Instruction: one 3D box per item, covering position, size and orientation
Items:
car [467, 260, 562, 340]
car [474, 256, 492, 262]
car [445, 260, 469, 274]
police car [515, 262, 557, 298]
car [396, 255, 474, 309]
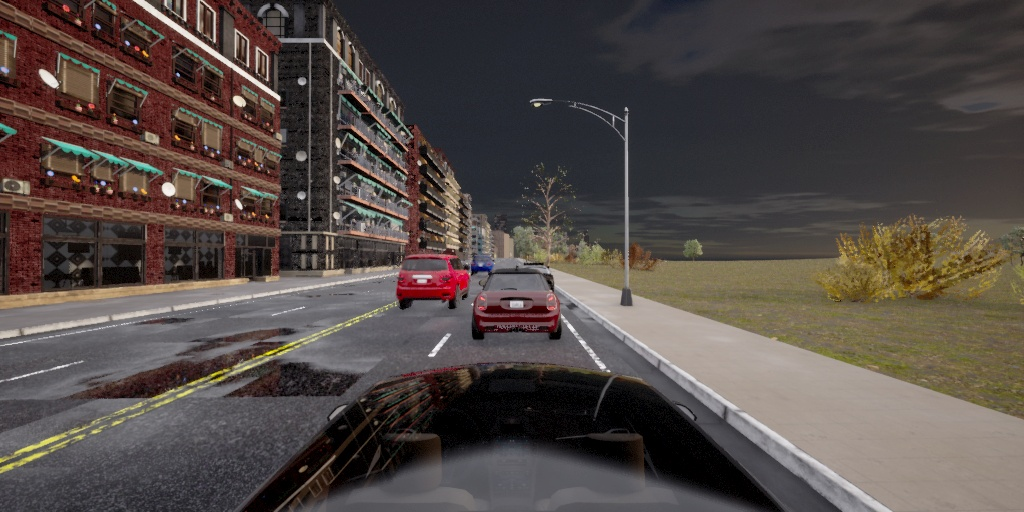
[{"bbox_3d":[0.112,1.103,10.161,2.097,1.767,4.553,0,0,0],"label":"car"},{"bbox_3d":[-3.074,0.975,38.043,2.150,2.045,5.566,0,0,0],"label":"car"},{"bbox_3d":[-6.515,1.243,42.740,2.128,1.511,4.902,0,0,0],"label":"car"},{"bbox_3d":[1.173,1.177,19.656,1.930,1.638,5.238,0,0,0],"label":"police car"},{"bbox_3d":[-3.124,0.972,15.151,2.150,2.045,5.566,0,0,0],"label":"car"}]
